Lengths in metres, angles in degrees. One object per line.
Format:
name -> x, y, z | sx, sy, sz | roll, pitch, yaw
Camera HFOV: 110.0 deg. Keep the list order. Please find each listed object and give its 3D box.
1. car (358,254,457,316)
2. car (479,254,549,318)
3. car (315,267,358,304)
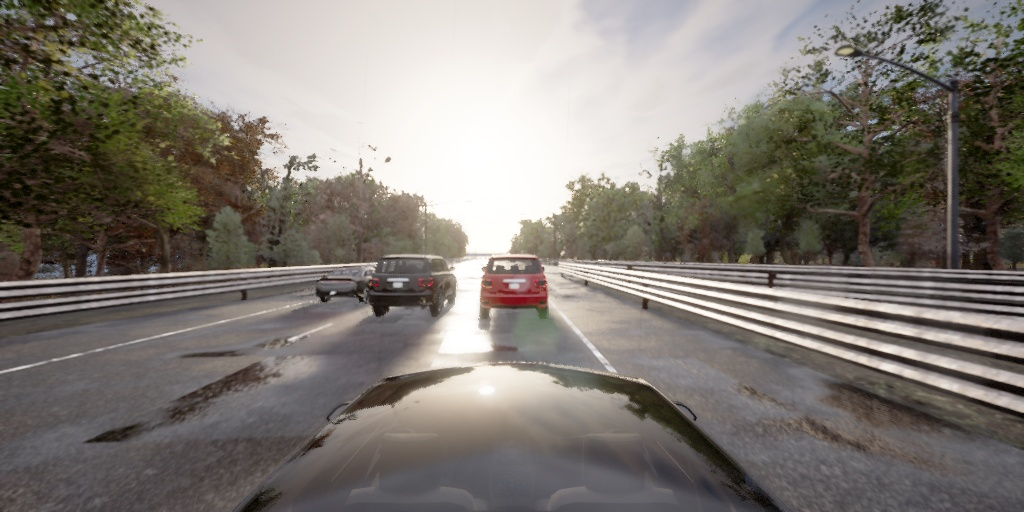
car -> -3.454, 0.962, 13.485 | 2.150, 2.045, 5.566 | 0, 0, 0
car -> 0.050, 0.961, 13.040 | 2.150, 2.045, 5.566 | 0, 0, 0
car -> -6.982, 1.231, 16.362 | 2.128, 1.511, 4.902 | 0, 0, -1
